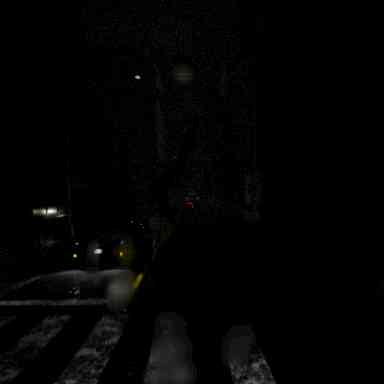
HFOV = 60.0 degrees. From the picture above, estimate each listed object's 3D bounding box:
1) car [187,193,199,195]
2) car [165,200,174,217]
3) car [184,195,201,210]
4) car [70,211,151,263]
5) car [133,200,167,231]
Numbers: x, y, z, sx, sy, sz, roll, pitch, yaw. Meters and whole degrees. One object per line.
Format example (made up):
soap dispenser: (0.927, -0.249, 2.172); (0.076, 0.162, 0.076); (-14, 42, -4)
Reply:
car: (0.069, 1.259, 52.910); (2.150, 2.045, 5.566); (-1, 0, 0)
car: (-2.771, 1.533, 32.127); (1.882, 1.535, 5.008); (-1, 0, -1)
car: (0.056, 1.523, 42.458); (1.837, 1.490, 4.892); (-1, 0, 0)
car: (-2.846, 1.602, 12.028); (1.994, 1.385, 4.181); (-1, 0, 0)
car: (-2.825, 1.547, 20.730); (1.837, 1.490, 4.892); (-1, 1, 0)
